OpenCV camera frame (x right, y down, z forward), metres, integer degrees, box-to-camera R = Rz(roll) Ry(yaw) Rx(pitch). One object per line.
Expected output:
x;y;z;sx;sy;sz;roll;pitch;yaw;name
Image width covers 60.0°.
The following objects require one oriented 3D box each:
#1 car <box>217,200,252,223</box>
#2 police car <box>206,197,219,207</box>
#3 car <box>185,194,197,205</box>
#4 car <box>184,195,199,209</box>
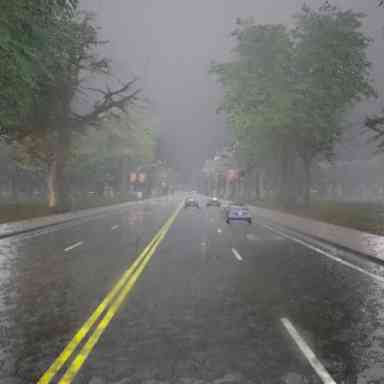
3.280;1.539;25.071;2.033;1.411;5.357;0;0;0;car
3.124;1.476;49.313;2.038;1.542;4.974;0;0;0;police car
-0.188;1.323;57.443;2.097;1.767;4.553;0;0;0;car
-0.011;1.504;45.323;1.812;1.442;4.674;0;0;0;car
